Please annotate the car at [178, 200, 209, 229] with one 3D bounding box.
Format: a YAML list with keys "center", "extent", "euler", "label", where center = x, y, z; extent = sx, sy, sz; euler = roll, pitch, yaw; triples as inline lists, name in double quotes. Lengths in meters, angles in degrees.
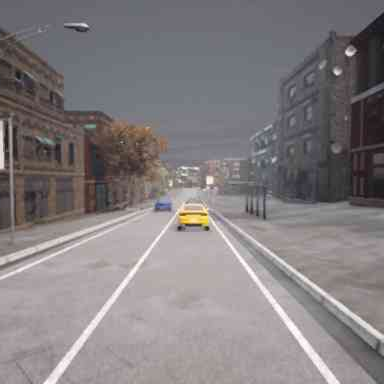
- center: [0.082, 1.498, 21.691]
  extent: [1.882, 1.535, 5.008]
  euler: [0, 0, 0]
  label: "car"

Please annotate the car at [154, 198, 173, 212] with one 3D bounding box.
- center: [-3.229, 1.487, 38.641]
  extent: [1.882, 1.535, 5.008]
  euler: [0, 0, 1]
  label: "car"
